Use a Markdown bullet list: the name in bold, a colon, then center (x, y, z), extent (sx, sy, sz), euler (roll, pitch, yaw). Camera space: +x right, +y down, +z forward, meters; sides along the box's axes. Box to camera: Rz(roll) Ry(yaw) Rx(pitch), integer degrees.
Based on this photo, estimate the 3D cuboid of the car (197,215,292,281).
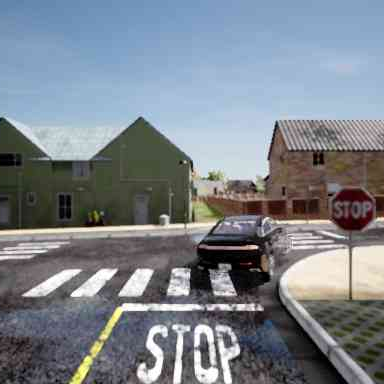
- **car**: center (1.706, 1.443, 10.013), extent (2.128, 1.511, 4.902), euler (-3, 1, 23)
